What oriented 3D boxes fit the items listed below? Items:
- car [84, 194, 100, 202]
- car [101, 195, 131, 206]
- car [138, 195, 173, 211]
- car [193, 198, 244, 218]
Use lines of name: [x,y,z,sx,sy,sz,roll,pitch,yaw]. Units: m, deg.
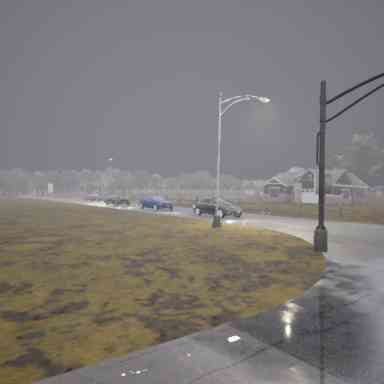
car: [-18.248,1.012,61.104,2.033,1.411,5.357,2,-1,-35]
car: [-9.583,1.112,42.733,1.895,1.301,4.718,2,-1,-35]
car: [-3.793,1.087,34.580,1.882,1.535,5.008,2,0,-36]
car: [2.003,1.230,26.433,1.837,1.490,4.892,2,0,-35]
